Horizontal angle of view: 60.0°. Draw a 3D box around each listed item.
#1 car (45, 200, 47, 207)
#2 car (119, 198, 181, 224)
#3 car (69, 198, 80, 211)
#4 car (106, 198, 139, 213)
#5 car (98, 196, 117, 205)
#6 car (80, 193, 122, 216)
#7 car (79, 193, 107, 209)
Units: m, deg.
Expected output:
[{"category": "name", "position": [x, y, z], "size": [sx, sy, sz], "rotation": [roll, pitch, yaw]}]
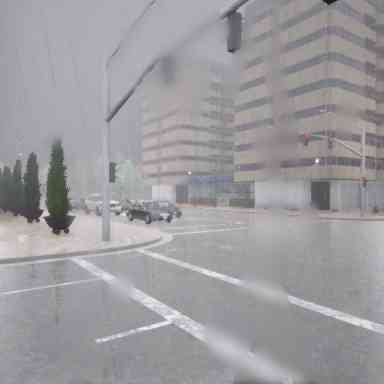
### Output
[{"category": "car", "position": [-20.475, 1.478, 49.455], "size": [1.882, 1.535, 5.008], "rotation": [0, 0, -34]}, {"category": "car", "position": [-3.241, 1.491, 24.710], "size": [2.128, 1.511, 4.902], "rotation": [0, 0, -35]}, {"category": "car", "position": [-14.506, 1.526, 40.826], "size": [1.812, 1.442, 4.674], "rotation": [0, 0, -35]}, {"category": "car", "position": [-7.859, 1.505, 37.431], "size": [1.837, 1.490, 4.892], "rotation": [0, 0, -35]}, {"category": "car", "position": [-15.465, 1.526, 60.874], "size": [1.812, 1.442, 4.674], "rotation": [0, 0, -35]}, {"category": "car", "position": [-8.894, 1.222, 32.798], "size": [2.150, 2.045, 5.566], "rotation": [0, 0, -35]}, {"category": "car", "position": [-13.759, 1.221, 45.914], "size": [2.150, 2.045, 5.566], "rotation": [0, 0, -34]}]
